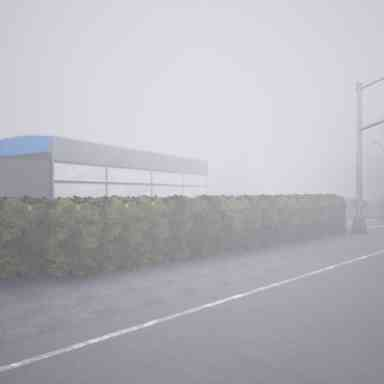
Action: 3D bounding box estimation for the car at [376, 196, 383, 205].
[{"bbox_3d":[31.502,1.384,53.928,3.806,1.475,1.970,0,0,-41],"label":"car"}]

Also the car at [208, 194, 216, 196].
[{"bbox_3d":[4.481,1.298,85.273,4.514,1.523,2.007,0,0,-41],"label":"car"}]

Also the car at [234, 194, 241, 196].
[{"bbox_3d":[8.906,1.298,63.555,4.514,1.523,2.007,0,0,-41],"label":"car"}]

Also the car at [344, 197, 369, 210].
[{"bbox_3d":[19.277,1.339,39.577,4.514,1.523,2.007,0,0,-41],"label":"car"}]

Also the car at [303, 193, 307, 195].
[{"bbox_3d":[24.932,1.077,72.649,3.866,1.878,1.905,0,0,-41],"label":"car"}]

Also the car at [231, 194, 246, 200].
[{"bbox_3d":[12.221,1.232,87.059,3.806,1.475,1.970,0,0,-41],"label":"car"}]

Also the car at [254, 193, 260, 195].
[{"bbox_3d":[16.631,1.154,82.385,5.027,1.636,2.152,0,0,-41],"label":"car"}]

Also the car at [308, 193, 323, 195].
[{"bbox_3d":[27.130,1.097,70.705,4.605,1.855,1.932,0,0,-41],"label":"car"}]
